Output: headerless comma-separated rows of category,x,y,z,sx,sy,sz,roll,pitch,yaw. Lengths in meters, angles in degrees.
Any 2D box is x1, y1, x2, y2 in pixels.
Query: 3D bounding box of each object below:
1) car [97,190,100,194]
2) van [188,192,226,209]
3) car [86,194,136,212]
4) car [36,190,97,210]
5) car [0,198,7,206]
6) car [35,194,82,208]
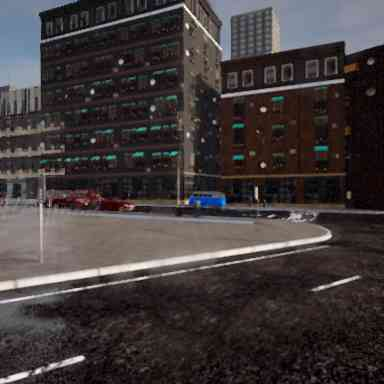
car,-13.820,0.605,42.071,5.009,1.841,2.192,1,0,24
van,1.612,0.872,35.194,3.998,1.788,1.690,1,0,24
car,-7.041,1.105,29.873,4.206,1.307,1.802,1,0,24
car,-12.180,0.758,32.167,5.009,1.841,2.192,1,0,24
car,-22.478,0.823,36.752,4.507,1.381,1.887,1,0,24
car,-14.457,0.968,36.002,4.718,1.301,1.895,1,1,24
